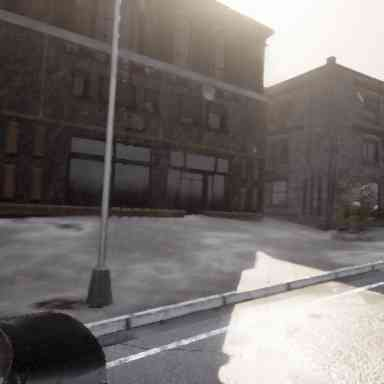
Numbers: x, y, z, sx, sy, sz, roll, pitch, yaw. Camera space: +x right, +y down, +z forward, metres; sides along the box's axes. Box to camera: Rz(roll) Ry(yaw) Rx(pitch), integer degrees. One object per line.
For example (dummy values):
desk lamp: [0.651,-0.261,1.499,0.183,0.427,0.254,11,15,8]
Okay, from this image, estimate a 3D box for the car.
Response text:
car: [-2.813,1.476,1.338,5.008,1.535,1.882,0,0,-35]
